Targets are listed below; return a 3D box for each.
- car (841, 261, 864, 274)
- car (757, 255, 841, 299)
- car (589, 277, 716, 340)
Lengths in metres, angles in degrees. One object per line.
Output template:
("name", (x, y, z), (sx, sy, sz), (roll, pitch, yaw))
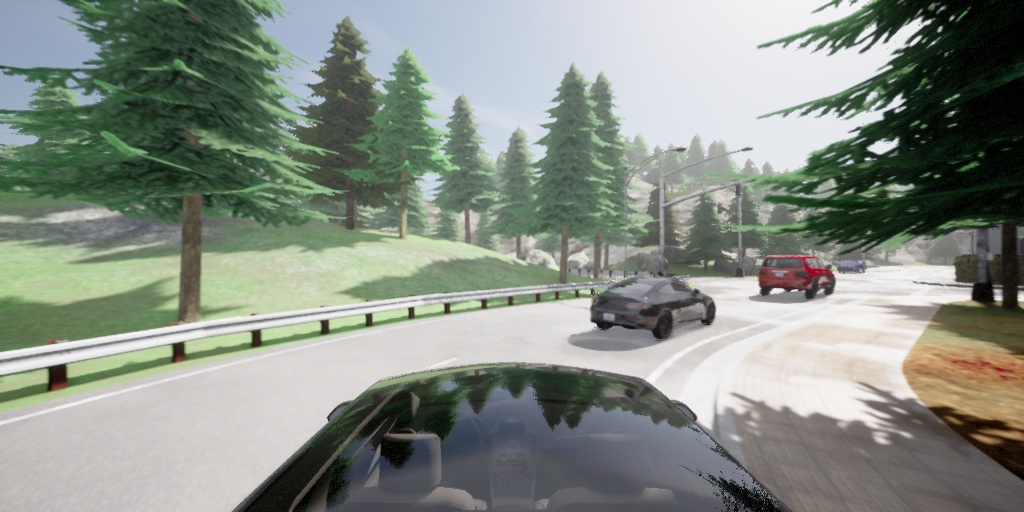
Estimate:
("car", (41.062, 1.309, 43.456), (5.008, 1.535, 1.882), (0, 0, -37))
("car", (14.794, 1.004, 18.596), (5.566, 2.045, 2.150), (0, 0, -37))
("car", (4.029, 1.297, 10.053), (4.674, 1.442, 1.812), (0, -1, -41))
